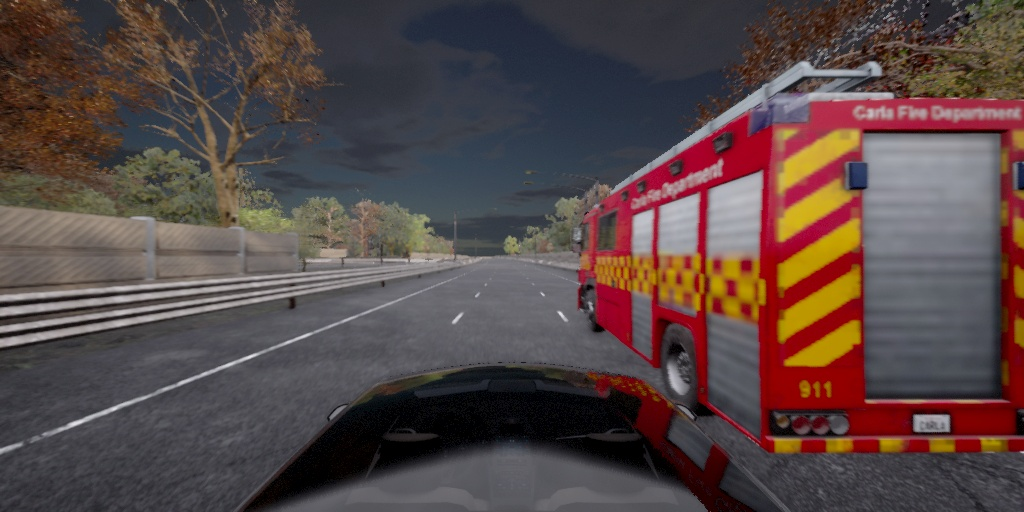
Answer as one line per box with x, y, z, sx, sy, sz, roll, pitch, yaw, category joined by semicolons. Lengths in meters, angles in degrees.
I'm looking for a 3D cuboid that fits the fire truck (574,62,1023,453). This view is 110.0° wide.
3.488;0.120;7.044;2.891;3.827;8.468;0;0;0;fire truck
